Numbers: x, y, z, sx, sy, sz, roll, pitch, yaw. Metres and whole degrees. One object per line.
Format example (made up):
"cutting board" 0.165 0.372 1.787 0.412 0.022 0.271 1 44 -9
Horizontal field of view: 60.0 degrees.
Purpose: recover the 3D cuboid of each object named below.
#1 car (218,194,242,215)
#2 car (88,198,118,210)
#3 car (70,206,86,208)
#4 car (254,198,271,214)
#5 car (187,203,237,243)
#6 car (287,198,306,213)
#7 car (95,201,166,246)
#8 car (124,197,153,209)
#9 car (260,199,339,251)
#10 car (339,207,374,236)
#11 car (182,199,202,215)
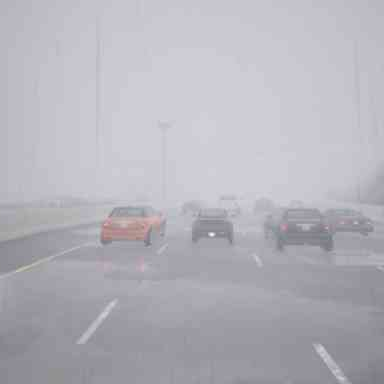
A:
"car" 3.956 1.254 34.703 2.150 2.045 5.566 0 0 12
"car" -11.849 1.529 44.662 1.812 1.442 4.674 0 0 14
"car" -15.548 1.485 44.267 2.128 1.511 4.902 0 0 14
"car" 7.904 1.395 36.165 2.097 1.767 4.553 0 0 13
"car" 1.062 1.519 16.302 1.837 1.490 4.892 0 0 6
"car" 12.239 1.533 39.286 1.882 1.535 5.008 0 0 14
"car" -2.530 1.357 15.437 2.097 1.767 4.553 0 0 5
"car" -7.519 1.508 47.373 2.128 1.511 4.902 0 0 16
"car" 4.408 1.372 14.446 2.097 1.767 4.553 0 0 5
"car" 8.351 1.580 18.814 2.033 1.411 5.357 0 0 7
"car" 0.249 1.529 33.910 1.837 1.490 4.892 0 0 11
